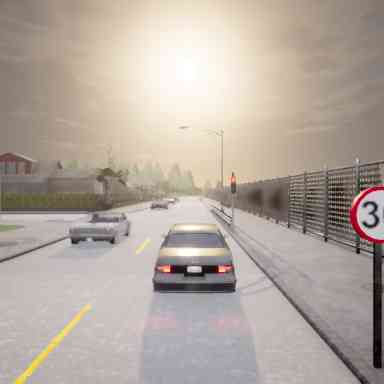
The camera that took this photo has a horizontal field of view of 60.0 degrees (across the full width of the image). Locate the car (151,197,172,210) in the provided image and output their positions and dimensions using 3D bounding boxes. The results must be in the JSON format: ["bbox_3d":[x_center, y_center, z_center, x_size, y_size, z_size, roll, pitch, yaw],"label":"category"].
[{"bbox_3d":[-4.024,1.563,41.981,1.994,1.385,4.181,0,0,0],"label":"car"}]

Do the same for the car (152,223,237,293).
[{"bbox_3d":[0.070,1.547,8.967,2.033,1.411,5.357,0,0,1],"label":"car"}]

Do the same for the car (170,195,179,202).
[{"bbox_3d":[-3.861,1.478,74.791,1.882,1.535,5.008,0,0,0],"label":"car"}]

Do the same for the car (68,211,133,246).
[{"bbox_3d":[-4.072,1.601,15.469,1.895,1.301,4.718,0,0,0],"label":"car"}]

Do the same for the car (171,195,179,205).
[{"bbox_3d":[-3.969,1.547,59.387,2.033,1.411,5.357,0,0,0],"label":"car"}]
